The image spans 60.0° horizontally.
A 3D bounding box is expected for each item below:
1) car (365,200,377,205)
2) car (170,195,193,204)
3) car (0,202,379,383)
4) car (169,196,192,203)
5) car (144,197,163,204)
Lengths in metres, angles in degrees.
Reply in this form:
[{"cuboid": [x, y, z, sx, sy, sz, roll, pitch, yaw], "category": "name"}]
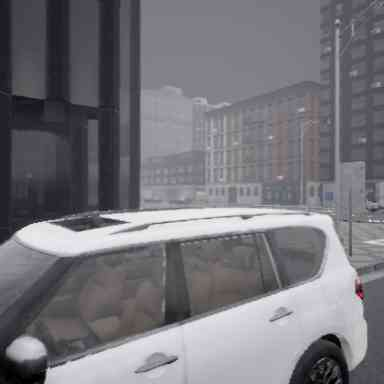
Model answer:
[{"cuboid": [17.367, 1.470, 35.264, 1.994, 1.385, 4.181, 0, 0, -36], "category": "car"}, {"cuboid": [-2.077, 1.440, 62.460, 1.882, 1.535, 5.008, 0, 0, -36], "category": "car"}, {"cuboid": [-0.718, 1.216, 2.868, 5.566, 2.045, 2.150, 0, 0, -35], "category": "car"}, {"cuboid": [-2.177, 1.470, 56.901, 1.812, 1.442, 4.674, 0, 0, -36], "category": "car"}, {"cuboid": [-7.615, 1.559, 64.448, 1.895, 1.301, 4.718, 0, 0, -36], "category": "car"}]
